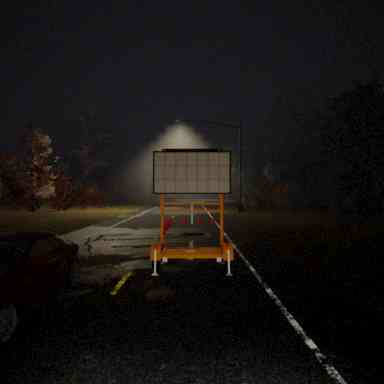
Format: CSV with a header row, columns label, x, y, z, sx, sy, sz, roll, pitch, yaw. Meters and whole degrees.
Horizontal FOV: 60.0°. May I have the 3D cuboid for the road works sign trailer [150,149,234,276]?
label,x,y,z,sx,sy,sz,roll,pitch,yaw
road works sign trailer,0.000,0.464,10.349,2.380,3.560,2.880,0,0,0

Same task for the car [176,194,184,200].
label,x,y,z,sx,sy,sz,roll,pitch,yaw
car,-3.489,1.214,90.320,2.150,2.045,5.566,0,0,0

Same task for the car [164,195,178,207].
label,x,y,z,sx,sy,sz,roll,pitch,yaw
car,-3.590,1.506,50.290,1.837,1.490,4.892,0,0,0

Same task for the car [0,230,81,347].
label,x,y,z,sx,sy,sz,roll,pitch,yaw
car,-3.600,1.525,6.414,1.812,1.442,4.674,0,0,0
